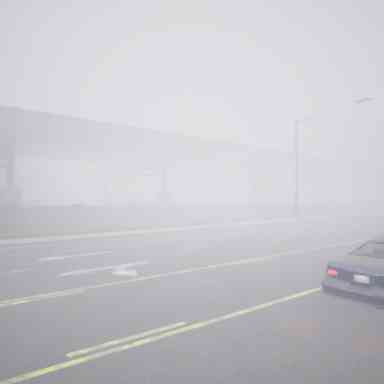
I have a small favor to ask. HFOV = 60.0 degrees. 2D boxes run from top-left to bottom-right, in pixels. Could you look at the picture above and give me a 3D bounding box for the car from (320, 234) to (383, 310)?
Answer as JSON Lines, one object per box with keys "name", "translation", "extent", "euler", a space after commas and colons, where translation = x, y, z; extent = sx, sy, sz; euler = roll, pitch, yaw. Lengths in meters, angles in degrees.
{"name": "car", "translation": [5.163, 1.668, 7.677], "extent": [5.357, 1.411, 2.033], "euler": [0, -1, -37]}
